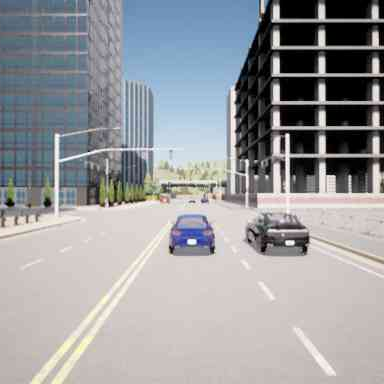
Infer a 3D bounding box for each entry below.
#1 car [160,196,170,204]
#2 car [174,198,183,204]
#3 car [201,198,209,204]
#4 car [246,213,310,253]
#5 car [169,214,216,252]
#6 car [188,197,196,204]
[{"bbox_3d":[-6.981,2.034,86.280,2.150,2.045,5.566,0,-1,0],"label":"car"},{"bbox_3d":[-3.481,2.333,86.307,1.812,1.442,4.674,0,-1,0],"label":"car"},{"bbox_3d":[3.520,2.286,87.421,1.812,1.442,4.674,0,-1,0],"label":"car"},{"bbox_3d":[3.509,1.628,14.298,2.128,1.511,4.902,0,0,0],"label":"car"},{"bbox_3d":[0.009,1.661,14.375,1.812,1.442,4.674,0,0,0],"label":"car"},{"bbox_3d":[0.020,2.358,87.452,1.895,1.301,4.718,0,-1,0],"label":"car"}]
